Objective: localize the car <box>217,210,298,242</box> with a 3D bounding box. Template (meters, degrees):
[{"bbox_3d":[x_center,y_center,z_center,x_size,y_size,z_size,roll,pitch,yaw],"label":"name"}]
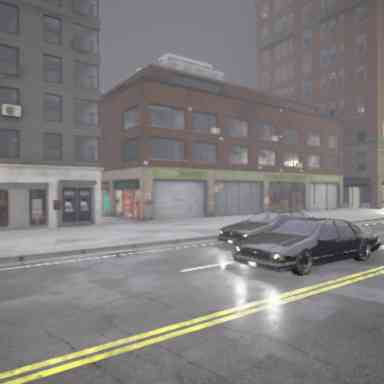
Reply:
[{"bbox_3d":[3.640,1.489,14.190,5.357,1.411,2.033,0,0,-35],"label":"car"}]

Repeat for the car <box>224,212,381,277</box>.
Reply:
[{"bbox_3d":[3.774,1.500,10.317,5.357,1.411,2.033,0,0,-35],"label":"car"}]
